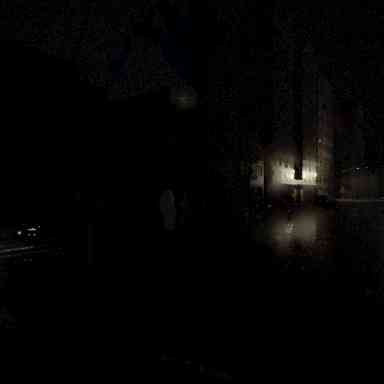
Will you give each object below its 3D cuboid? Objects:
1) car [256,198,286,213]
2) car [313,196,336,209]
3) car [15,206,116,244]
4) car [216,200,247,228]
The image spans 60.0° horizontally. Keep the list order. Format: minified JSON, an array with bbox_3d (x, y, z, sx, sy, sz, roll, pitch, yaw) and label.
[{"bbox_3d":[8.837,1.414,36.887,1.882,1.535,5.008,0,0,35],"label":"car"},{"bbox_3d":[17.635,1.247,44.204,2.097,1.767,4.553,0,0,35],"label":"car"},{"bbox_3d":[-5.925,1.489,16.096,1.837,1.490,4.892,0,0,35],"label":"car"},{"bbox_3d":[1.839,1.299,21.935,2.097,1.767,4.553,0,0,35],"label":"car"}]
